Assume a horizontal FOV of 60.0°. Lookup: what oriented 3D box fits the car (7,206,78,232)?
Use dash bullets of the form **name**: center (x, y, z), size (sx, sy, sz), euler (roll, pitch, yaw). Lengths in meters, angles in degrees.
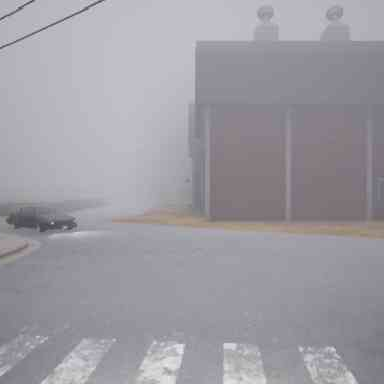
- **car**: center (-9.023, 1.561, 19.811), size (5.357, 1.411, 2.033), euler (0, 0, 38)
